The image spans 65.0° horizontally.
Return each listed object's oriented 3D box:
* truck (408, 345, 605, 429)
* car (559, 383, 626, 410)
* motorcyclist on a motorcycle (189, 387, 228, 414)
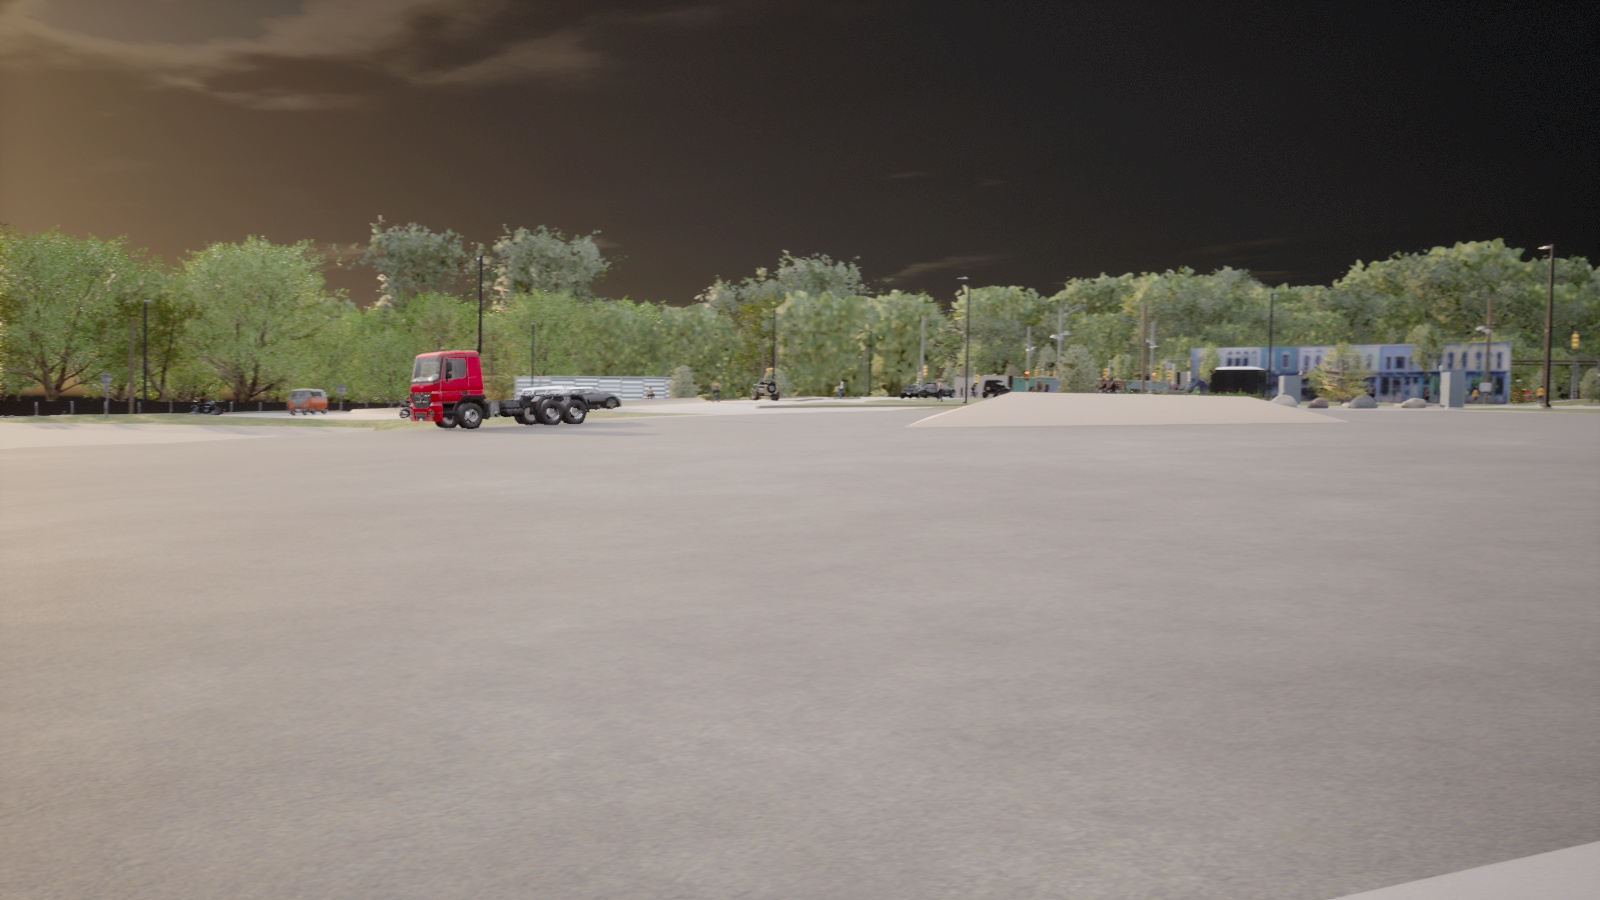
[{"bbox_3d":[-12.924,-2.851,55.757,7.936,3.462,2.891,-4,4,-39],"label":"truck"},{"bbox_3d":[-13.290,-3.449,80.396,3.806,1.475,1.970,-3,6,-23],"label":"car"},{"bbox_3d":[-37.473,-3.142,79.540,2.350,1.649,0.766,3,2,19],"label":"motorcyclist on a motorcycle"}]
